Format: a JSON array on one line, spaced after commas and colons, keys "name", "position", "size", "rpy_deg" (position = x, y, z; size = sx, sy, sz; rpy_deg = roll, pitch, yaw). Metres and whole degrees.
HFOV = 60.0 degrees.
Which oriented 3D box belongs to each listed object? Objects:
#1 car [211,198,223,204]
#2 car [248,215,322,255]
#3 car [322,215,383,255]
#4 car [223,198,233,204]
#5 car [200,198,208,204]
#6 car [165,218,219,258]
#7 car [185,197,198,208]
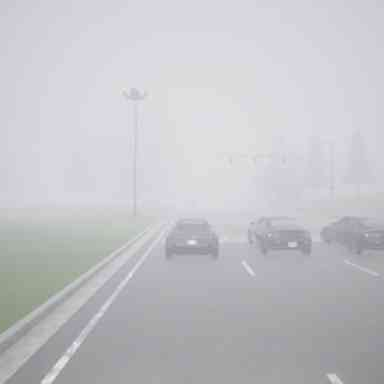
[{"name": "car", "position": [6.942, 2.563, 94.073], "size": [1.812, 1.442, 4.674], "rpy_deg": [0, -1, 0]}, {"name": "car", "position": [3.518, 1.681, 13.872], "size": [1.812, 1.442, 4.674], "rpy_deg": [0, 0, 0]}, {"name": "car", "position": [7.016, 1.681, 13.879], "size": [1.812, 1.442, 4.674], "rpy_deg": [0, 0, 0]}, {"name": "car", "position": [10.442, 2.563, 94.075], "size": [1.812, 1.442, 4.674], "rpy_deg": [0, -1, 0]}, {"name": "car", "position": [3.442, 2.591, 94.070], "size": [1.994, 1.385, 4.181], "rpy_deg": [0, -1, 0]}, {"name": "car", "position": [0.014, 1.715, 13.401], "size": [1.994, 1.385, 4.181], "rpy_deg": [0, -1, 0]}, {"name": "car", "position": [-0.039, 1.923, 63.067], "size": [2.150, 2.045, 5.566], "rpy_deg": [0, -1, 0]}]
